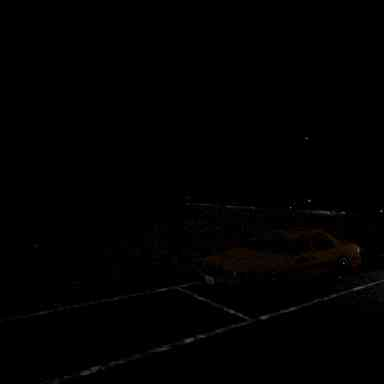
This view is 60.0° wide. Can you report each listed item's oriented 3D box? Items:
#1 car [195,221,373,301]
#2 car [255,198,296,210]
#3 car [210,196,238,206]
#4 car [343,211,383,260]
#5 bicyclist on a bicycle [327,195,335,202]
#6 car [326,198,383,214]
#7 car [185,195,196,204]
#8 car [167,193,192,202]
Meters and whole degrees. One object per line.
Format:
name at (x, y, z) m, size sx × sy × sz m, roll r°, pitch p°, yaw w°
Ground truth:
car at (2.345, 1.526, 8.337) m, size 4.829 × 1.417 × 1.752 m, roll 0°, pitch 1°, yaw -35°
car at (9.436, 1.366, 37.854) m, size 1.895 × 1.301 × 4.718 m, roll 1°, pitch 0°, yaw -34°
car at (4.313, 1.247, 45.347) m, size 1.994 × 1.385 × 4.181 m, roll 1°, pitch 0°, yaw -34°
car at (7.105, 1.547, 11.641) m, size 4.507 × 1.381 × 1.887 m, roll 0°, pitch 1°, yaw -35°
bicyclist on a bicycle at (16.282, 1.157, 38.904) m, size 1.656 × 1.620 × 0.582 m, roll 0°, pitch 0°, yaw -34°
car at (14.675, 1.341, 30.209) m, size 2.128 × 1.511 × 4.902 m, roll 1°, pitch 0°, yaw -34°
car at (-1.283, 1.192, 53.556) m, size 1.895 × 1.301 × 4.718 m, roll 1°, pitch 0°, yaw -34°
car at (-2.348, 1.055, 60.698) m, size 2.128 × 1.511 × 4.902 m, roll 1°, pitch 0°, yaw -34°
